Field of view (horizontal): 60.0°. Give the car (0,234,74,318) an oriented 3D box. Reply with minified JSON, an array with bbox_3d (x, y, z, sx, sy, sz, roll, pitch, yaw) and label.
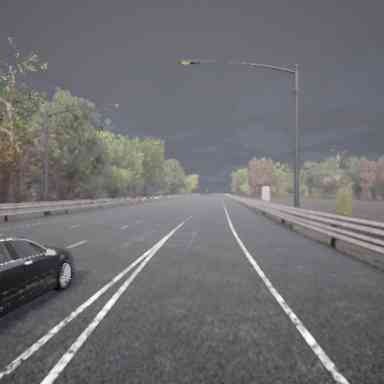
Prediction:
[{"bbox_3d":[-3.923,1.533,6.239,1.837,1.490,4.892,0,0,5],"label":"car"}]
